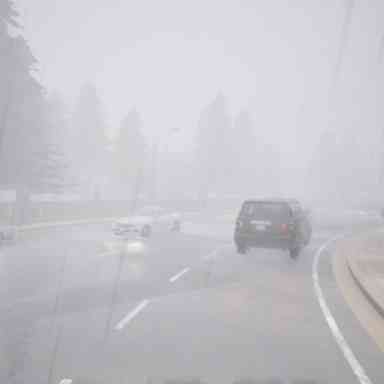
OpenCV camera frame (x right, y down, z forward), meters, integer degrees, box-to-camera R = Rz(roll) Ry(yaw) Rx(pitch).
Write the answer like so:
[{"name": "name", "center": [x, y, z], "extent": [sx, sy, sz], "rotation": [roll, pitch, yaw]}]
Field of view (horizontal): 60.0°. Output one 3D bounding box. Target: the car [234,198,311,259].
[{"name": "car", "center": [3.370, 1.261, 13.255], "extent": [2.150, 2.045, 5.566], "rotation": [0, 0, 25]}]

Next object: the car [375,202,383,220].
[{"name": "car", "center": [18.380, 1.673, 28.909], "extent": [5.008, 1.535, 1.882], "rotation": [1, 0, -35]}]

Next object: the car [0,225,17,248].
[{"name": "car", "center": [-8.608, 1.520, 11.497], "extent": [1.895, 1.301, 4.718], "rotation": [1, 0, 17]}]

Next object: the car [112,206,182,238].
[{"name": "car", "center": [-2.220, 1.512, 17.731], "extent": [1.812, 1.442, 4.674], "rotation": [0, 0, 29]}]

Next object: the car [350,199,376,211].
[{"name": "car", "center": [23.406, 1.773, 45.073], "extent": [4.892, 1.490, 1.837], "rotation": [1, 0, -34]}]
